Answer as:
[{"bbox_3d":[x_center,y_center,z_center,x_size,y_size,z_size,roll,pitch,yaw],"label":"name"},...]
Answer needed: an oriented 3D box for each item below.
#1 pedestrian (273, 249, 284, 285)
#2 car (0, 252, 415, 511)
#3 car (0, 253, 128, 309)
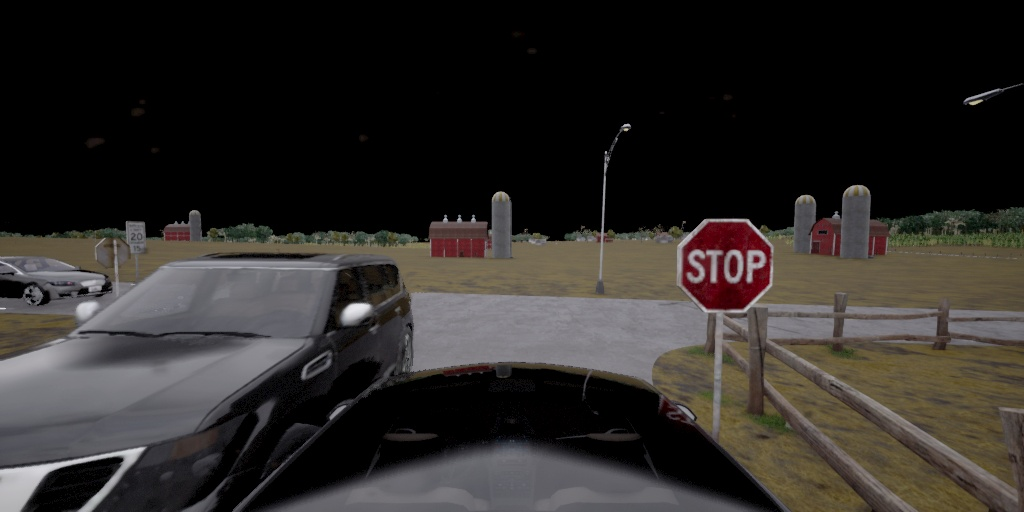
[{"bbox_3d":[-11.998,0.541,18.366,0.375,1.860,0.375,0,1,0],"label":"pedestrian"},{"bbox_3d":[-2.548,0.970,3.932,2.150,2.045,5.566,1,0,-4],"label":"car"},{"bbox_3d":[-16.915,0.792,12.445,4.902,1.511,2.128,2,3,0],"label":"car"}]
